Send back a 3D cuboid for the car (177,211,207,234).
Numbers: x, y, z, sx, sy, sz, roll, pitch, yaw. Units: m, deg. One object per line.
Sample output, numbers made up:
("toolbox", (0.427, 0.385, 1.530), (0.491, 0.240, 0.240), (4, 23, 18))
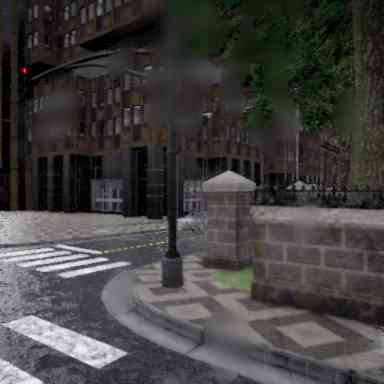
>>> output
("car", (0.500, 1.953, 21.872), (1.895, 1.301, 4.718), (0, -1, 36))
